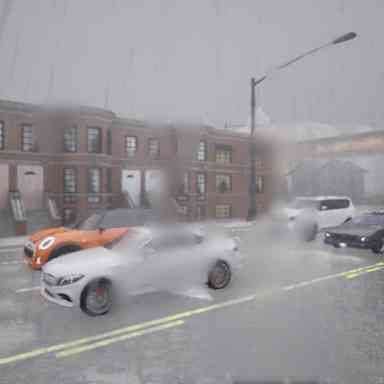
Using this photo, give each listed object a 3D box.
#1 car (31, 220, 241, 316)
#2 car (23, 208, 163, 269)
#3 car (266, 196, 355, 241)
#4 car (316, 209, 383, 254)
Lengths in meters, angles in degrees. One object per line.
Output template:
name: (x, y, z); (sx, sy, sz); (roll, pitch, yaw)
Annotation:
car: (-0.914, 1.529, 7.624); (4.674, 1.442, 1.812); (0, 0, -36)
car: (-2.803, 1.355, 10.583); (4.553, 1.767, 2.097); (0, 0, -36)
car: (6.247, 1.236, 17.030); (5.566, 2.045, 2.150); (0, 0, -36)
car: (7.739, 1.562, 13.787); (5.357, 1.411, 2.033); (0, 0, -35)
